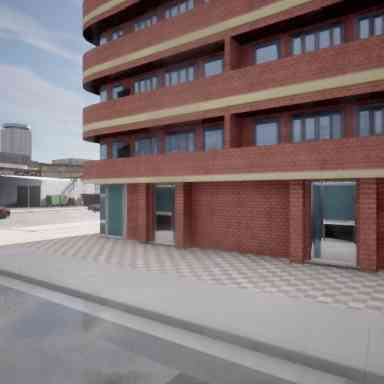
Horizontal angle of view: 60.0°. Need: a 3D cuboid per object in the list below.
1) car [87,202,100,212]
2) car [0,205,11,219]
[{"bbox_3d":[-9.369,1.547,38.140,2.033,1.411,5.357,0,0,35],"label":"car"},{"bbox_3d":[-17.076,1.564,26.926,1.994,1.385,4.181,0,0,34],"label":"car"}]
